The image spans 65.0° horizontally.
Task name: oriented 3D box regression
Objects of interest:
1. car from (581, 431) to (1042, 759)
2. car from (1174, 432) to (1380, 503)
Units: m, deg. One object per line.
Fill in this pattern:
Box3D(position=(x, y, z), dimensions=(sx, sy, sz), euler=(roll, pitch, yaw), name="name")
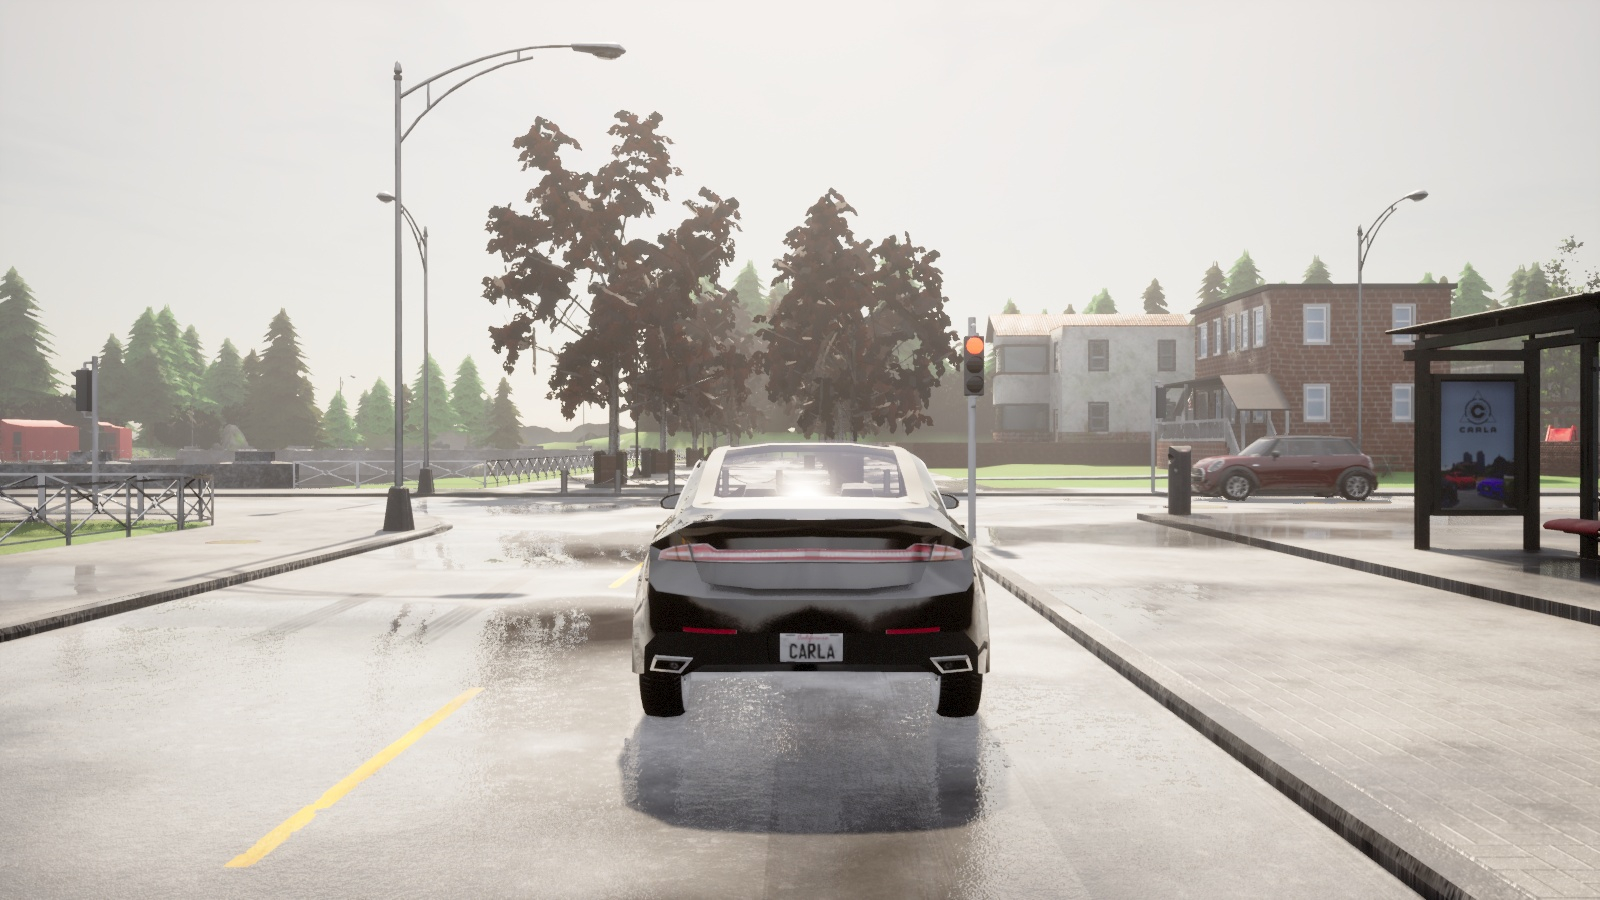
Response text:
Box3D(position=(0.062, 0.656, 8.254), dimensions=(2.128, 1.511, 4.902), euler=(0, 0, 0), name="car")
Box3D(position=(12.323, 0.431, 32.641), dimensions=(4.553, 1.767, 2.097), euler=(0, 0, 0), name="car")
